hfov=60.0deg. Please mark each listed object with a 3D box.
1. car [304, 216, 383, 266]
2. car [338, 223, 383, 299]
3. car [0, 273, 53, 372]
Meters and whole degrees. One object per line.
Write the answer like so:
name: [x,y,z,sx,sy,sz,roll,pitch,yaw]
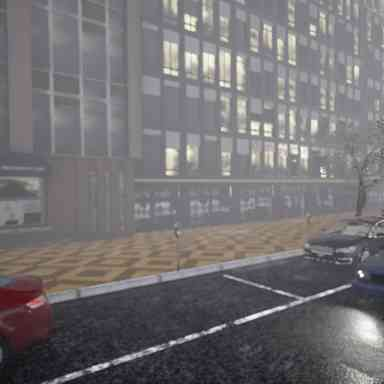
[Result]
car: [5.328,1.481,10.486,4.403,1.369,2.008,-1,0,-36]
car: [5.762,1.484,7.463,5.357,1.411,2.033,-1,0,-36]
car: [-3.857,1.599,3.790,4.206,1.307,1.802,-1,0,-36]
